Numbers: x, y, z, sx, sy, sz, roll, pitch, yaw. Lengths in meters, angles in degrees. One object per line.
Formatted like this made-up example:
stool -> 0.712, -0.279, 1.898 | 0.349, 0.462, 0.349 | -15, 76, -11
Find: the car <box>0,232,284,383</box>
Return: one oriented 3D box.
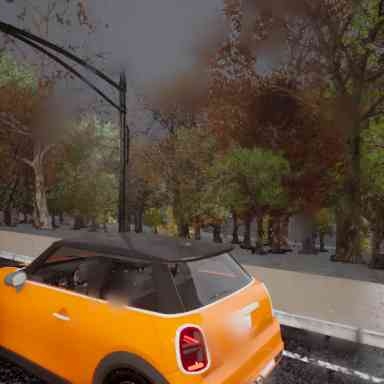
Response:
car -> -1.208, 1.351, 4.558 | 4.553, 1.767, 2.097 | 0, 0, 36
